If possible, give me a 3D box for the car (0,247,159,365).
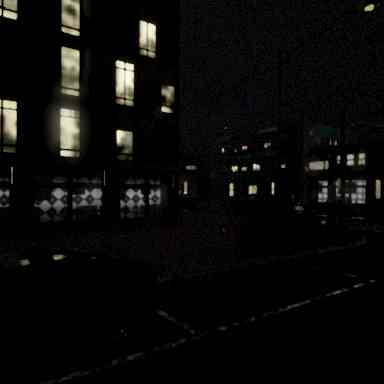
[{"bbox_3d":[-2.541,1.565,4.742,4.313,1.339,1.947,0,0,-36],"label":"car"}]

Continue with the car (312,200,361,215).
[{"bbox_3d":[12.691,1.342,29.885,1.887,1.381,4.507,1,0,-36],"label":"car"}]

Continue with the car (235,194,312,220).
[{"bbox_3d":[5.950,1.080,24.912,2.192,1.841,5.009,1,0,-36],"label":"car"}]

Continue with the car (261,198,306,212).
[{"bbox_3d":[9.400,1.310,34.348,1.802,1.307,4.206,1,0,-36],"label":"car"}]

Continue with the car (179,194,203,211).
[{"bbox_3d":[-0.637,1.210,33.842,1.802,1.307,4.206,1,0,-36],"label":"car"}]

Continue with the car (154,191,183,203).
[{"bbox_3d":[-3.757,0.764,52.206,2.192,1.841,5.009,1,0,-36],"label":"car"}]

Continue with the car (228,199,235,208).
[{"bbox_3d":[6.111,1.100,38.814,1.967,1.590,4.097,1,0,-36],"label":"car"}]

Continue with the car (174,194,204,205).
[{"bbox_3d":[-0.471,1.071,47.742,2.008,1.369,4.403,1,0,-36],"label":"car"}]
